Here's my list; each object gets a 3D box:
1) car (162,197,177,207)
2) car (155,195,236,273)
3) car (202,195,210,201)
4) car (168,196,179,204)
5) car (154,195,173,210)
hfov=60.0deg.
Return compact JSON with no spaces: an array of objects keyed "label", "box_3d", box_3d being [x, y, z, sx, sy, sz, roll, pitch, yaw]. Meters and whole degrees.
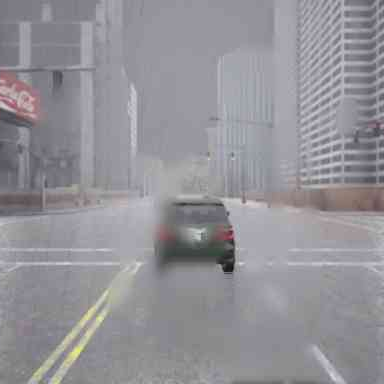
[{"label":"car","box_3d":[-3.590,1.512,53.197,2.033,1.411,5.357,0,0,0]},{"label":"car","box_3d":[0.088,1.213,10.771,2.150,2.045,5.566,0,0,0]},{"label":"car","box_3d":[3.462,1.446,81.870,1.837,1.490,4.892,0,0,0]},{"label":"car","box_3d":[-3.529,1.463,63.502,1.837,1.490,4.892,0,0,0]},{"label":"car","box_3d":[-3.612,1.323,43.574,2.097,1.767,4.553,0,0,0]}]
